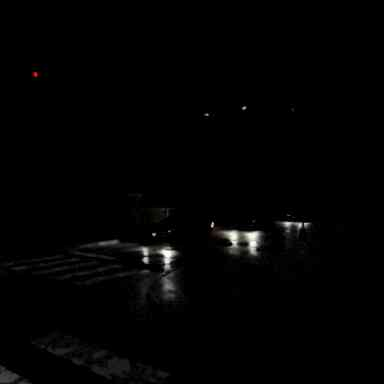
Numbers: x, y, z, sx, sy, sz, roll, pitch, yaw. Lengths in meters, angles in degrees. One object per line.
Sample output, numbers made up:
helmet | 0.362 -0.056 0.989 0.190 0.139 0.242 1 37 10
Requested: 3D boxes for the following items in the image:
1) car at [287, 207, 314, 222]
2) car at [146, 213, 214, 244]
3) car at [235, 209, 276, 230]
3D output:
car | 12.083 2.449 36.908 1.837 1.490 4.892 -1 -1 35
car | -0.563 1.993 19.087 1.837 1.490 4.892 -1 -2 35
car | 5.286 2.175 27.340 1.882 1.535 5.008 -1 -2 35
